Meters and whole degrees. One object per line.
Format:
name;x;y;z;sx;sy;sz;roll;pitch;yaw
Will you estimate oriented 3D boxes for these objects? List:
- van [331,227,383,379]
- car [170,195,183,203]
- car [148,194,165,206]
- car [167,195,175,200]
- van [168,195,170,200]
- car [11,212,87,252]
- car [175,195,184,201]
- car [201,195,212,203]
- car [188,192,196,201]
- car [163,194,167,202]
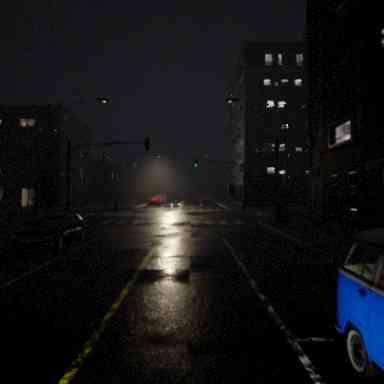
van;2.707;1.335;2.895;1.690;1.788;3.998;1;0;0
car;-3.021;1.376;63.483;1.837;1.490;4.892;0;0;1
car;-5.749;1.442;51.673;1.887;1.381;4.507;1;0;0
car;-5.670;1.399;91.476;1.802;1.307;4.206;1;0;0
van;-5.668;1.215;63.042;1.690;1.788;3.998;1;0;0
car;-5.676;1.525;13.718;2.008;1.369;4.403;1;0;0
car;-2.994;1.380;78.986;2.033;1.411;5.357;0;0;0
car;2.710;1.313;63.102;1.967;1.590;4.097;1;0;0
car;0.006;1.372;79.343;2.033;1.411;5.357;0;0;0
car;-5.672;1.430;57.355;1.887;1.381;4.507;1;0;0
